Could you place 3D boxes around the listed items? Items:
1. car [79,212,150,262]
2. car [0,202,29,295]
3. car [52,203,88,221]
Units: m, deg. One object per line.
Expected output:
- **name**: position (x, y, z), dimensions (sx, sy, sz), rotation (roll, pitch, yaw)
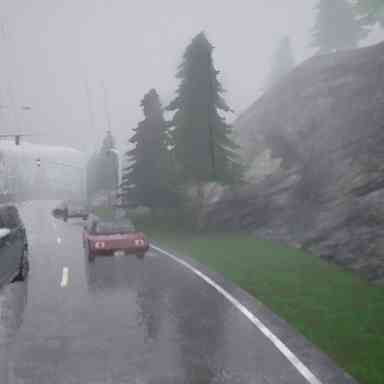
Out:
- **car**: position (-3.001, 1.626, 12.313), dimensions (1.895, 1.301, 4.718), rotation (0, 0, -21)
- **car**: position (-4.825, 1.253, 6.699), dimensions (2.150, 2.045, 5.566), rotation (0, 0, -17)
- **car**: position (-10.245, 1.624, 27.809), dimensions (2.033, 1.411, 5.357), rotation (0, 0, -35)
